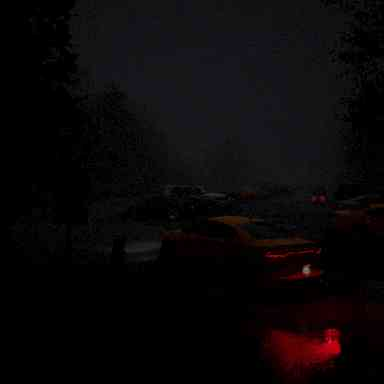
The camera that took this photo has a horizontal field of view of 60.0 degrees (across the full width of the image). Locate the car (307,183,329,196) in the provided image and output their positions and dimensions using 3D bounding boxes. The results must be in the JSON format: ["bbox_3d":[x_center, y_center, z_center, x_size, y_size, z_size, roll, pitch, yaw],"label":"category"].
[{"bbox_3d":[18.184,-0.197,47.515,2.128,1.511,4.902,1,2,24],"label":"car"}]

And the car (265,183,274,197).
[{"bbox_3d":[7.163,0.000,42.343,5.366,1.575,1.946,1,3,24],"label":"car"}]

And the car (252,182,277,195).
[{"bbox_3d":[9.283,-0.335,47.462,4.553,1.767,2.185,1,3,24],"label":"car"}]

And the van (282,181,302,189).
[{"bbox_3d":[24.989,-1.786,82.983,4.442,1.987,1.878,1,2,24],"label":"van"}]

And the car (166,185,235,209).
[{"bbox_3d":[0.231,0.463,27.204,5.566,2.045,2.435,1,3,24],"label":"car"}]

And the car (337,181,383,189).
[{"bbox_3d":[15.557,0.314,29.445,5.566,2.045,2.435,1,3,24],"label":"car"}]

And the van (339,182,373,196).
[{"bbox_3d":[24.454,-0.515,49.718,4.442,1.987,1.878,1,2,24],"label":"van"}]

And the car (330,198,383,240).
[{"bbox_3d":[8.803,1.279,14.423,5.008,1.535,2.097,1,3,24],"label":"car"}]

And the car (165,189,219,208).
[{"bbox_3d":[-0.921,0.834,24.693,5.008,1.535,2.097,1,3,24],"label":"car"}]

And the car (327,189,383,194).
[{"bbox_3d":[13.104,0.799,24.491,5.366,1.575,1.946,1,3,24],"label":"car"}]

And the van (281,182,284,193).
[{"bbox_3d":[11.624,-0.629,52.488,4.442,1.987,1.878,1,2,24],"label":"van"}]

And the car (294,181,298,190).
[{"bbox_3d":[18.301,-0.981,67.746,4.892,1.521,2.231,1,2,24],"label":"car"}]

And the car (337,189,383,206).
[{"bbox_3d":[16.634,0.474,32.007,4.792,1.488,2.163,1,3,24],"label":"car"}]

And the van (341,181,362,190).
[{"bbox_3d":[37.087,-1.567,77.429,4.442,1.987,1.878,1,2,24],"label":"van"}]

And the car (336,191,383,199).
[{"bbox_3d":[9.965,1.034,16.930,4.553,1.767,2.185,1,3,24],"label":"car"}]

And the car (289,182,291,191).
[{"bbox_3d":[14.885,-0.664,60.157,4.792,1.488,2.163,1,2,24],"label":"car"}]

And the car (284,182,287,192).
[{"bbox_3d":[12.622,-0.472,55.090,4.792,1.488,2.163,1,2,24],"label":"car"}]

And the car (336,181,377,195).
[{"bbox_3d":[25.664,-0.635,52.208,5.566,2.045,2.435,1,2,24],"label":"car"}]

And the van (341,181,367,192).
[{"bbox_3d":[31.493,-1.092,64.904,4.442,1.987,1.878,1,2,24],"label":"van"}]

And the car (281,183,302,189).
[{"bbox_3d":[23.967,-1.422,80.411,4.674,1.452,2.002,1,2,24],"label":"car"}]

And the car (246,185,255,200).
[{"bbox_3d":[3.431,0.347,34.900,5.366,1.575,1.946,1,3,24],"label":"car"}]

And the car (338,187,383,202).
[{"bbox_3d":[18.996,0.238,37.152,4.792,1.488,2.163,1,3,24],"label":"car"}]

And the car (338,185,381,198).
[{"bbox_3d":[22.307,-0.096,44.621,5.008,1.535,2.097,1,2,24],"label":"car"}]

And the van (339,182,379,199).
[{"bbox_3d":[21.068,-0.224,42.116,4.442,1.987,1.878,1,3,24],"label":"van"}]

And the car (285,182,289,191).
[{"bbox_3d":[13.753,-0.568,57.624,4.792,1.488,2.163,1,2,24],"label":"car"}]

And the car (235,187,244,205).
[{"bbox_3d":[1.507,0.593,29.684,5.366,1.575,1.946,1,3,24],"label":"car"}]

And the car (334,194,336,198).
[{"bbox_3d":[10.989,1.074,19.375,4.792,1.488,2.163,1,3,24],"label":"car"}]

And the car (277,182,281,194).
[{"bbox_3d":[10.412,-0.279,50.000,4.792,1.488,2.163,1,2,24],"label":"car"}]

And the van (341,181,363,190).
[{"bbox_3d":[36.010,-1.475,75.015,4.442,1.987,1.878,1,2,24],"label":"van"}]

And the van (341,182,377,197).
[{"bbox_3d":[23.538,-0.416,47.095,4.442,1.987,1.878,1,2,24],"label":"van"}]

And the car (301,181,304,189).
[{"bbox_3d":[22.828,-1.366,77.879,5.008,1.535,2.097,1,2,24],"label":"car"}]

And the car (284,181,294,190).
[{"bbox_3d":[15.874,-0.795,62.753,5.366,1.575,1.946,1,2,24],"label":"car"}]

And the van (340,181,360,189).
[{"bbox_3d":[38.058,-1.671,80.173,4.442,1.987,1.878,1,2,24],"label":"van"}]

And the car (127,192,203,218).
[{"bbox_3d":[-2.084,0.983,22.176,4.792,1.488,2.163,1,3,24],"label":"car"}]

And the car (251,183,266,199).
[{"bbox_3d":[5.743,0.104,40.075,5.366,1.575,1.946,1,3,24],"label":"car"}]

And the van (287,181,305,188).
[{"bbox_3d":[28.377,-2.000,90.570,4.442,1.987,1.878,1,1,24],"label":"van"}]

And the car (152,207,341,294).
[{"bbox_3d":[0.942,1.359,8.600,1.882,1.535,5.008,2,-1,-32],"label":"car"}]

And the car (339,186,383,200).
[{"bbox_3d":[20.072,0.134,39.560,4.792,1.488,2.163,1,3,24],"label":"car"}]

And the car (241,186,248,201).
[{"bbox_3d":[2.475,0.474,32.290,4.892,1.521,2.231,1,3,24],"label":"car"}]

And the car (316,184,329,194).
[{"bbox_3d":[22.382,-0.568,56.911,1.882,1.535,5.008,1,2,24],"label":"car"}]

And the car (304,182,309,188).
[{"bbox_3d":[26.253,-1.905,85.456,5.566,2.045,2.435,1,2,24],"label":"car"}]

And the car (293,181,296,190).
[{"bbox_3d":[17.181,-0.884,65.208,4.892,1.521,2.231,1,2,24],"label":"car"}]
